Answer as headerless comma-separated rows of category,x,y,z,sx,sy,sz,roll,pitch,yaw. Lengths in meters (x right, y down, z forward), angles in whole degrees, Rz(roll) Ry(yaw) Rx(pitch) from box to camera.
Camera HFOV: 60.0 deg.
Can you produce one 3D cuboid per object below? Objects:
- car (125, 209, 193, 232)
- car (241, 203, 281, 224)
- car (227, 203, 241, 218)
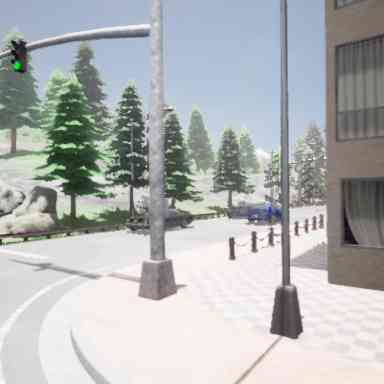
car,-1.957,1.741,20.887,1.895,1.301,4.718,-1,0,35
car,6.005,1.596,26.052,1.882,1.535,5.008,-1,-1,35
car,4.901,1.706,30.733,1.994,1.385,4.181,-1,0,35
